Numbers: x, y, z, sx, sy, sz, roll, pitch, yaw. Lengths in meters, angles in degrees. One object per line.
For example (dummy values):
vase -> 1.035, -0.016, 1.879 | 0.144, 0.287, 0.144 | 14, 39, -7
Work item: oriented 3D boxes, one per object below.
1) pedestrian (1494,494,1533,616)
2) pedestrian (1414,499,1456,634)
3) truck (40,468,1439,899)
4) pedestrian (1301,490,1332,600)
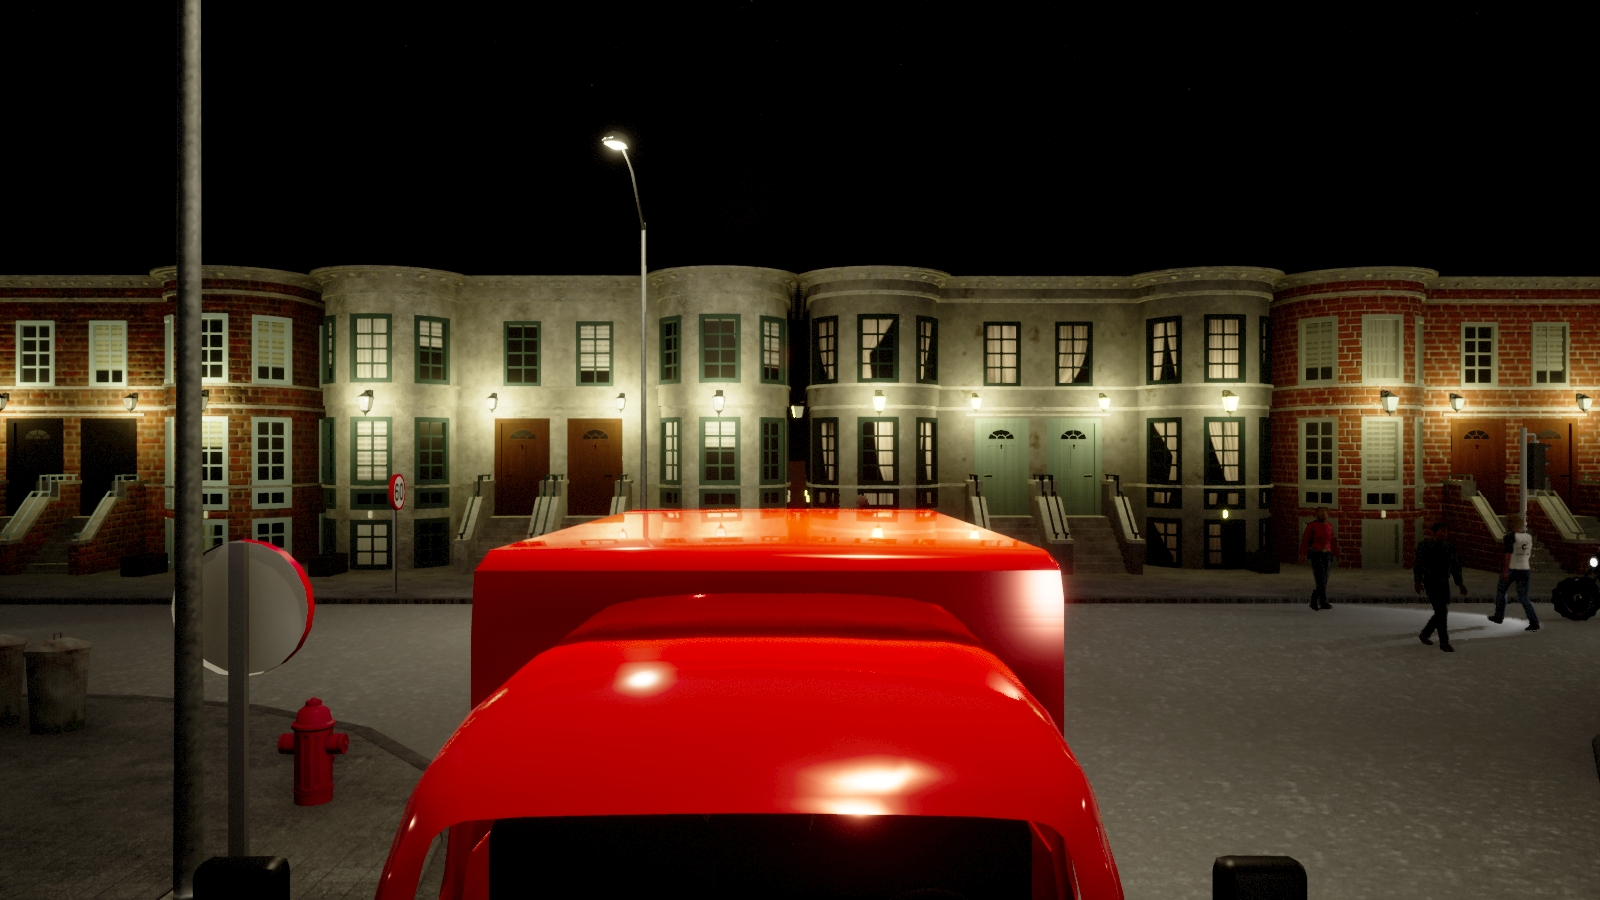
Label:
pedestrian -> 11.156, 1.629, 17.871 | 0.375, 1.860, 0.375 | 0, 0, -7
pedestrian -> 8.937, 1.629, 16.080 | 0.375, 1.860, 0.375 | 0, 0, -1
truck -> -0.117, 1.348, 4.748 | 2.627, 2.467, 5.204 | 0, 0, 0
pedestrian -> 8.894, 1.628, 19.680 | 0.375, 1.860, 0.375 | 0, 0, -1
